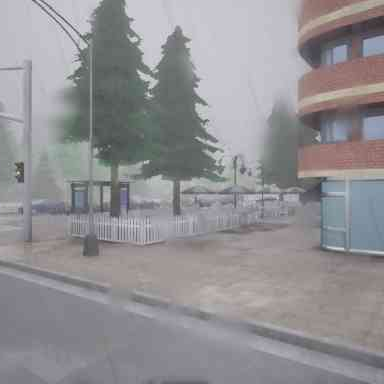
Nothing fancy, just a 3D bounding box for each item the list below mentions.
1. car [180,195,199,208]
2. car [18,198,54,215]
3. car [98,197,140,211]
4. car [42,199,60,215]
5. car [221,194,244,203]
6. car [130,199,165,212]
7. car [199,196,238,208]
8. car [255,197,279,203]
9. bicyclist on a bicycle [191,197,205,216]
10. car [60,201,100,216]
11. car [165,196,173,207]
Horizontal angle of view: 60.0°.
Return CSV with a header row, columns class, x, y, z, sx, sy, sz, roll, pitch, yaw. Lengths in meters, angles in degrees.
class,x,y,z,sx,sy,sz,roll,pitch,yaw
car,0.830,1.508,46.488,4.181,1.385,1.994,0,0,-43
car,-14.551,1.422,32.967,1.882,1.535,5.008,0,0,36
car,-8.832,1.422,40.636,1.882,1.535,5.008,0,0,38
car,-11.254,1.545,31.572,1.895,1.301,4.718,0,0,36
car,6.058,1.166,54.934,5.566,2.045,2.150,0,0,-31
car,-5.784,1.545,38.931,1.895,1.301,4.718,0,0,37
car,3.487,1.545,44.105,4.718,1.301,1.895,0,0,-44
car,10.785,1.449,45.348,4.892,1.490,1.837,0,-1,-34
bicyclist on a bicycle,0.434,1.245,27.308,1.656,1.620,0.582,0,0,36
car,-8.601,1.545,28.952,1.895,1.301,4.718,0,0,36
car,-2.237,1.296,48.337,4.553,1.767,2.097,0,0,-43
